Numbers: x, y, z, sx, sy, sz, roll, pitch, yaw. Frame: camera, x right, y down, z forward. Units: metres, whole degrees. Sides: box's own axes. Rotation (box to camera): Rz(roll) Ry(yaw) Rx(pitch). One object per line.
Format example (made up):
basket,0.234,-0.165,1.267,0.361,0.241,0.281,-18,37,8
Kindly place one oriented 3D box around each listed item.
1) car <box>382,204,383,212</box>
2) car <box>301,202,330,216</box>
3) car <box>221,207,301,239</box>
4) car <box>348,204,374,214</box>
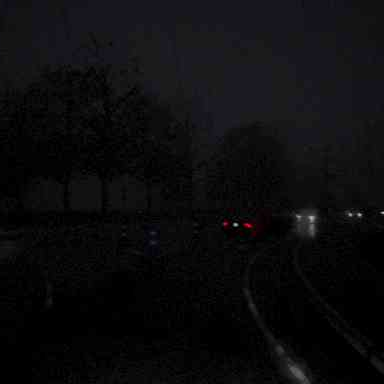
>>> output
car,34.837,2.464,57.716,5.566,2.045,2.150,2,-2,-44
car,13.932,1.903,37.786,4.892,1.490,1.837,2,-2,-43
car,3.638,1.591,17.583,2.033,1.411,5.357,-1,-1,39
car,24.236,2.354,47.561,5.357,1.411,2.033,2,-2,-43
